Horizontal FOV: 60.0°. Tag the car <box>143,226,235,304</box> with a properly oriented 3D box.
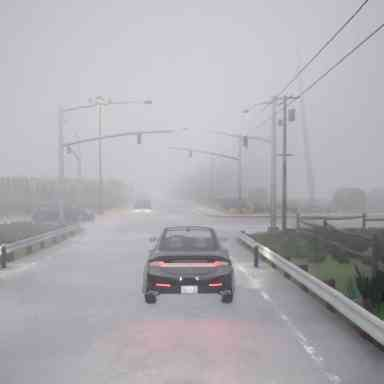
[{"bbox_3d":[-0.091,1.612,8.420,2.128,1.511,4.902,0,-2,-1],"label":"car"}]

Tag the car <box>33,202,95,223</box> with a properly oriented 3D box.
[{"bbox_3d":[-10.155,1.545,26.544,4.553,1.767,2.097,0,1,-12],"label":"car"}]

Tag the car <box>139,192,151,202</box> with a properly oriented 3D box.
[{"bbox_3d":[-8.797,0.898,62.824,2.097,1.767,4.553,0,1,-7],"label":"car"}]

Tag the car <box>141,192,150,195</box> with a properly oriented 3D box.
[{"bbox_3d":[-7.561,1.249,52.858,1.812,1.442,4.674,0,1,-7],"label":"car"}]

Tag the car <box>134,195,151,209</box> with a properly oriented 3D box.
[{"bbox_3d":[-6.324,1.466,42.897,1.994,1.385,4.181,0,1,-7],"label":"car"}]
